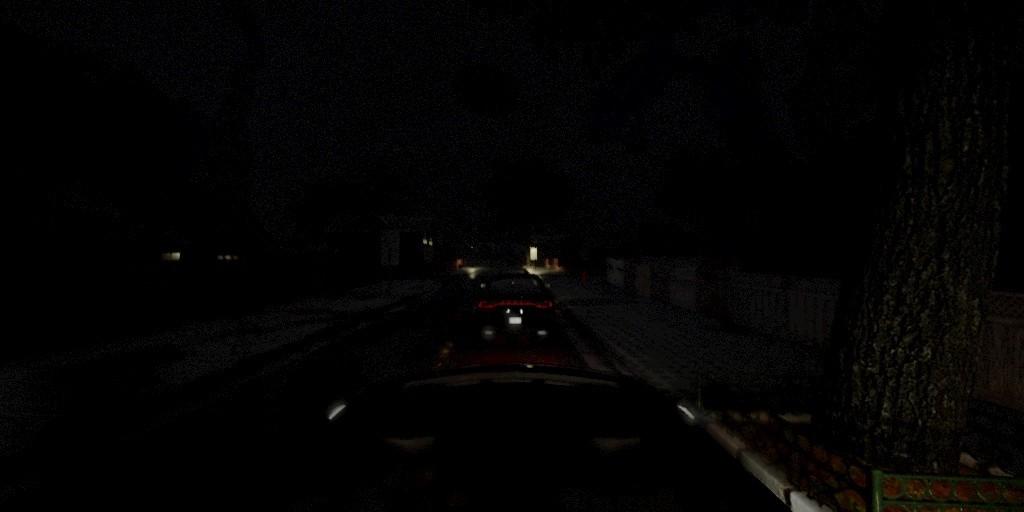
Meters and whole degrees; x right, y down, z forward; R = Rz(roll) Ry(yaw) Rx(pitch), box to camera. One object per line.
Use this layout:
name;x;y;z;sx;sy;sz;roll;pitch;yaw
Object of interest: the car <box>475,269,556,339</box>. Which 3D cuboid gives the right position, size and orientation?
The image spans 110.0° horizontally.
car;0.094;1.214;10.078;1.882;1.535;5.008;0;0;0
